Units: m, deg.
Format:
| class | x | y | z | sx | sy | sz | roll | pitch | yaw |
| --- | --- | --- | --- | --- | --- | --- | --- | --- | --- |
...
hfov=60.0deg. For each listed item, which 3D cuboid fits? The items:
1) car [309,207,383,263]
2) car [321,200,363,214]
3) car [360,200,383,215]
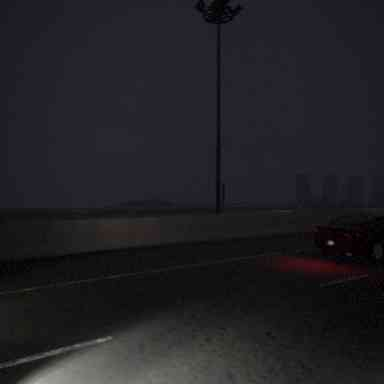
| class | x | y | z | sx | sy | sz | roll | pitch | yaw |
| --- | --- | --- | --- | --- | --- | --- | --- | --- | --- |
| car | 6.611 | 1.501 | 12.057 | 5.008 | 1.535 | 1.882 | 0 | 0 | -31 |
| car | 16.903 | 1.626 | 37.450 | 4.181 | 1.385 | 1.994 | 0 | 0 | -25 |
| car | 20.297 | 1.579 | 35.151 | 4.892 | 1.490 | 1.837 | 0 | 0 | -23 |
